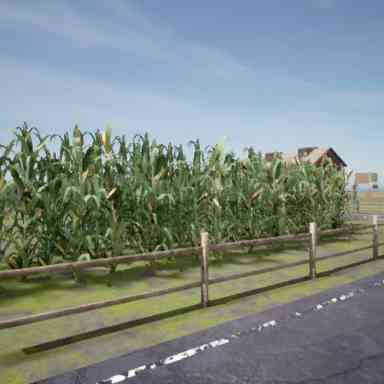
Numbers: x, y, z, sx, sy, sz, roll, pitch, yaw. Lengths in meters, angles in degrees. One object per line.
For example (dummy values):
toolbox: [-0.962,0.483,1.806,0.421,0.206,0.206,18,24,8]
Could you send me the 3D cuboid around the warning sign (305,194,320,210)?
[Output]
warning sign: [13.847,1.114,38.300,1.300,1.860,1.060,0,0,-40]
